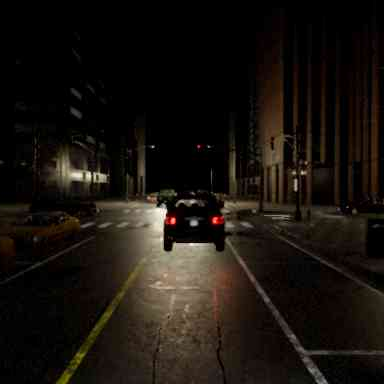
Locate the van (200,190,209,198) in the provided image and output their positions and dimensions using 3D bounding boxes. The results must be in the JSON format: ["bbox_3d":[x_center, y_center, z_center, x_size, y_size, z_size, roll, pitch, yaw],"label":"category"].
[{"bbox_3d":[2.761,0.447,73.468,1.690,1.788,3.998,0,1,0],"label":"van"}]

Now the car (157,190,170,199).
[{"bbox_3d":[-5.764,0.487,67.842,2.192,1.841,5.009,0,1,0],"label":"car"}]

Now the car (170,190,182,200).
[{"bbox_3d":[-3.009,0.585,62.617,2.097,1.767,4.553,0,1,0],"label":"car"}]

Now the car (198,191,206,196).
[{"bbox_3d":[2.760,0.477,90.297,1.947,1.339,4.313,0,1,0],"label":"car"}]

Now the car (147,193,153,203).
[{"bbox_3d":[-5.763,0.814,51.016,1.967,1.590,4.097,0,1,0],"label":"car"}]

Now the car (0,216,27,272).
[{"bbox_3d":[-5.761,1.434,7.255,1.752,1.417,4.829,0,1,0],"label":"car"}]

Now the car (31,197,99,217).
[{"bbox_3d":[-9.470,1.156,24.747,4.902,1.511,2.128,0,1,0],"label":"car"}]

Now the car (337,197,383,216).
[{"bbox_3d":[14.802,1.217,28.099,4.892,1.490,1.837,0,1,0],"label":"car"}]

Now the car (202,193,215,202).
[{"bbox_3d":[2.762,0.856,56.645,2.008,1.369,4.403,0,1,0],"label":"car"}]

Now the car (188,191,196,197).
[{"bbox_3d":[-0.004,0.395,80.491,2.033,1.411,5.357,0,1,0],"label":"car"}]

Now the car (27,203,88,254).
[{"bbox_3d":[-5.761,1.364,12.856,1.752,1.417,4.829,0,1,0],"label":"car"}]

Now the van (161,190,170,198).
[{"bbox_3d":[-5.764,0.447,73.450,1.690,1.788,3.998,0,1,0],"label":"van"}]

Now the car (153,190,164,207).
[{"bbox_3d":[-3.074,0.718,40.844,2.150,2.045,5.566,0,1,0],"label":"car"}]

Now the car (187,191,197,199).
[{"bbox_3d":[-0.003,0.662,70.076,2.128,1.511,4.902,0,1,0],"label":"car"}]

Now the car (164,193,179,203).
[{"bbox_3d":[-3.033,0.941,50.719,1.994,1.385,4.181,0,1,1],"label":"car"}]

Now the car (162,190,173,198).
[{"bbox_3d":[-5.764,0.356,79.060,2.192,1.841,5.009,0,1,0],"label":"car"}]

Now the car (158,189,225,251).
[{"bbox_3d":[0.079,1.055,13.319,2.150,2.045,5.566,0,1,0],"label":"car"}]

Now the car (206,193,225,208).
[{"bbox_3d":[2.763,0.949,39.818,1.967,1.590,4.097,0,1,0],"label":"car"}]

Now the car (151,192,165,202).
[{"bbox_3d":[-5.763,0.746,56.625,1.967,1.590,4.097,0,1,0],"label":"car"}]
